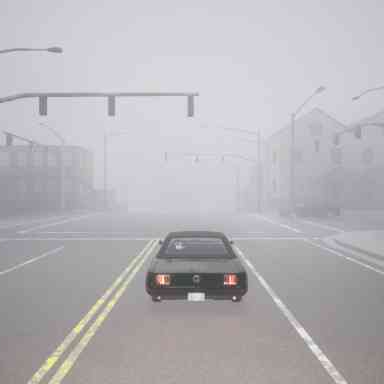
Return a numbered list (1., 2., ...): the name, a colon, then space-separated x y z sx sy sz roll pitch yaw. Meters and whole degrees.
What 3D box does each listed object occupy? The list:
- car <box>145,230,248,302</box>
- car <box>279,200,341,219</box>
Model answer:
1. car: 0.101 1.601 8.210 1.895 1.301 4.718 0 0 0
2. car: 9.918 1.479 28.167 5.008 1.535 1.882 0 0 1
